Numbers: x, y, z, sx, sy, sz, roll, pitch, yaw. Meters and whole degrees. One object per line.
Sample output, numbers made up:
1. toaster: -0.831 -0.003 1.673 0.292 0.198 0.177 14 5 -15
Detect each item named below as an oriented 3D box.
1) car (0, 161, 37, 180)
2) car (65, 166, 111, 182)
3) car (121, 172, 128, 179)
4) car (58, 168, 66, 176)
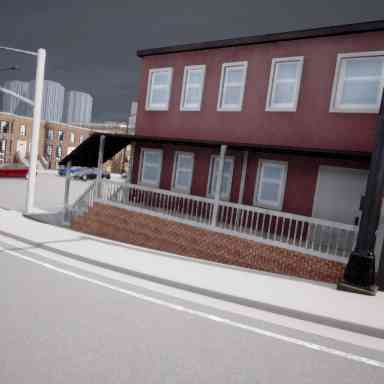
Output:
1. car: -17.370 -2.062 31.671 1.882 1.535 5.008 10 6 35
2. car: -11.855 -2.044 39.321 2.128 1.511 4.902 10 6 35
3. car: -8.436 -2.553 49.945 2.128 1.511 4.902 10 6 36
4. car: -14.311 -2.574 41.831 1.882 1.535 5.008 10 6 36
